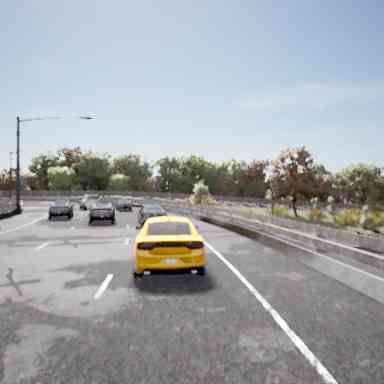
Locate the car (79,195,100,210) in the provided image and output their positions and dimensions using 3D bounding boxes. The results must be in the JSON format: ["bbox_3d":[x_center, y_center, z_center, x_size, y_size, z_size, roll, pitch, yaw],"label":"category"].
[{"bbox_3d":[-13.996,1.380,45.619,2.150,2.045,5.566,0,0,-27],"label":"car"}]

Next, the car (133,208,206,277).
[{"bbox_3d":[-0.767,1.510,10.474,1.882,1.535,5.008,0,0,-6],"label":"car"}]

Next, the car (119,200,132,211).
[{"bbox_3d":[-9.235,1.690,43.558,2.033,1.411,5.357,0,0,-24],"label":"car"}]

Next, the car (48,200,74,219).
[{"bbox_3d":[-11.816,1.597,30.146,2.128,1.511,4.902,0,0,-17],"label":"car"}]

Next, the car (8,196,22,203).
[{"bbox_3d":[-41.253,1.645,76.982,4.553,1.767,2.097,0,0,42],"label":"car"}]

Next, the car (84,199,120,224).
[{"bbox_3d":[-7.039,1.579,26.121,2.128,1.511,4.902,0,0,-14],"label":"car"}]

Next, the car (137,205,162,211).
[{"bbox_3d":[-2.950,1.624,24.283,2.033,1.411,5.357,0,0,-13],"label":"car"}]

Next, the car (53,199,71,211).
[{"bbox_3d":[-17.627,1.724,44.869,1.994,1.385,4.181,0,0,-26],"label":"car"}]
